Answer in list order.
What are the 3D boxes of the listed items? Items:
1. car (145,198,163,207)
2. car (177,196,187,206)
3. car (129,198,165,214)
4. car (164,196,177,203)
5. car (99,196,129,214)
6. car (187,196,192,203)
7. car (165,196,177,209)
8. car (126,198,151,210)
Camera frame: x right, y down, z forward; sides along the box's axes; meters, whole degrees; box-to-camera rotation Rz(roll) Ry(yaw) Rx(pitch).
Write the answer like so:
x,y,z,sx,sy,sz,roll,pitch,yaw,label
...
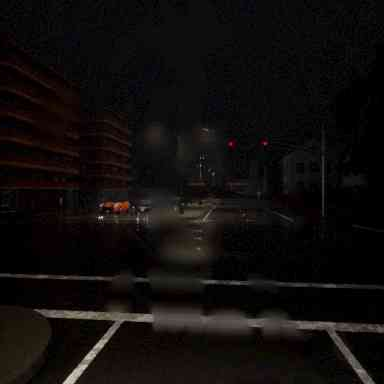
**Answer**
x,y,z,sx,sy,sz,roll,pitch,yaw,label
-6.090,1.600,53.957,1.895,1.301,4.718,0,0,6,car
-2.652,1.491,53.170,2.128,1.511,4.902,0,0,6,car
-4.569,1.491,34.916,2.128,1.511,4.902,0,0,6,car
-4.400,1.564,69.343,1.994,1.385,4.181,0,0,6,car
-8.083,1.352,34.990,2.097,1.767,4.553,0,0,6,car
-1.066,1.506,67.725,1.837,1.490,4.892,0,0,6,car
-3.607,1.601,44.126,1.895,1.301,4.718,0,0,6,car
-7.093,1.545,44.407,2.033,1.411,5.357,0,0,6,car
